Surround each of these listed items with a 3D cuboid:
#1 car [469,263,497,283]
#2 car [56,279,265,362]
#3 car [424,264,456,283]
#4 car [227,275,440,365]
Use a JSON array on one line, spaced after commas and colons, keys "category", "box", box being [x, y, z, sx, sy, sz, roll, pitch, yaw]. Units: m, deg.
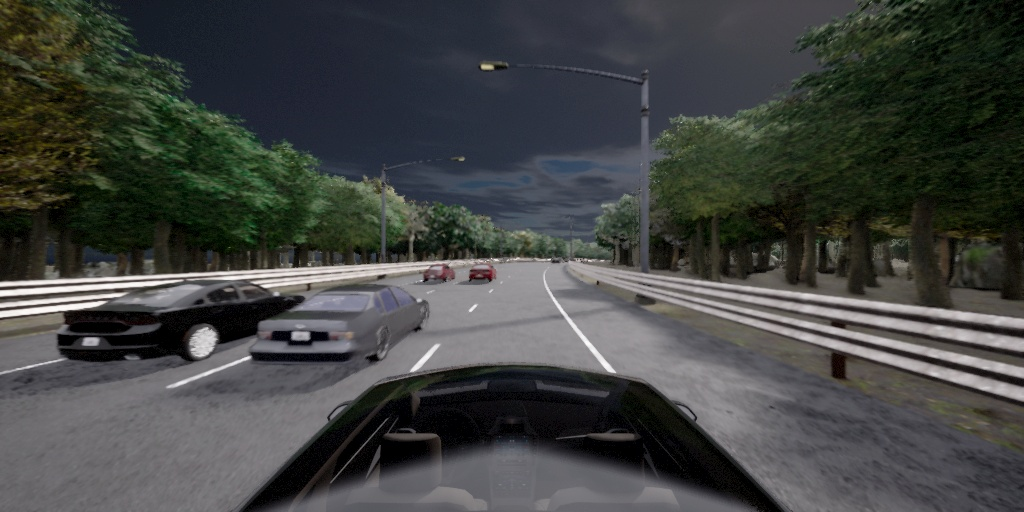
[{"category": "car", "box": [-2.376, 1.361, 30.309, 1.882, 1.535, 5.008, 0, 0, 4]}, {"category": "car", "box": [-6.823, 1.263, 8.318, 1.882, 1.535, 5.008, 0, 0, 1]}, {"category": "car", "box": [-5.928, 1.400, 29.645, 1.812, 1.442, 4.674, 0, 0, 4]}, {"category": "car", "box": [-3.343, 1.344, 8.249, 2.033, 1.411, 5.357, 0, 0, 1]}]
